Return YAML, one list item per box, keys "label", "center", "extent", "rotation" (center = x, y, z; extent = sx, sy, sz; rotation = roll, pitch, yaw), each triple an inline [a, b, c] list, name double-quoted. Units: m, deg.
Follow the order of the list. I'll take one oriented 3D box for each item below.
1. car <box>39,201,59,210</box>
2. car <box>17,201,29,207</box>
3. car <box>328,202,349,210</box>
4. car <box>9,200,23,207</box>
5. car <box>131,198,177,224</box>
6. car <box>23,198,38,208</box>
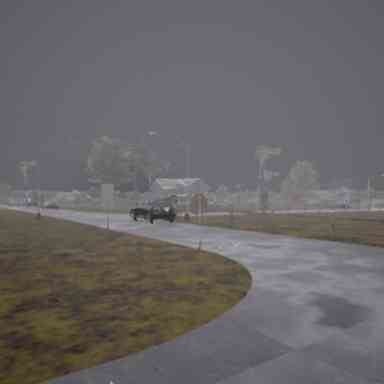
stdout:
- label: "car"
  center: [-24.529, 2.311, 57.633]
  extent: [1.837, 1.490, 4.892]
  rotation: [0, -2, -35]
- label: "car"
  center: [-41.481, 2.869, 81.455]
  extent: [1.994, 1.385, 4.181]
  rotation: [0, -1, -35]
- label: "car"
  center: [27.944, 2.643, 63.600]
  extent: [5.008, 1.535, 1.882]
  rotation: [1, -1, -35]
- label: "car"
  center: [-39.290, 2.613, 73.589]
  extent: [1.837, 1.490, 4.892]
  rotation: [0, -1, -35]
- label: "car"
  center: [-3.320, 1.525, 28.059]
  extent: [2.150, 2.045, 5.566]
  rotation: [0, 0, -31]
- label: "car"
  center: [-33.475, 2.237, 70.125]
  extent: [2.150, 2.045, 5.566]
  rotation: [0, -1, -35]
